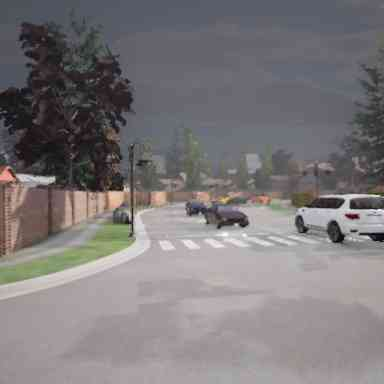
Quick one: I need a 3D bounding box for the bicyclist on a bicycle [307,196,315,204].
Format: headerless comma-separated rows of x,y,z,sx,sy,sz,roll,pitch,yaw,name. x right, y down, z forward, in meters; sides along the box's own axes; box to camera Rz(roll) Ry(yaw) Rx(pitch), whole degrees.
11.177,1.182,30.557,1.656,1.620,0.582,-1,0,-10,bicyclist on a bicycle

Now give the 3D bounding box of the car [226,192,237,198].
10.807,0.767,91.866,1.816,1.474,4.193,-3,0,-10,car

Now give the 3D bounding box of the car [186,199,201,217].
0.519,1.616,32.150,1.895,1.301,4.718,-1,0,-6,car

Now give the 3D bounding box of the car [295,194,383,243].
6.856,1.130,15.686,2.150,2.045,5.566,0,0,-6,car

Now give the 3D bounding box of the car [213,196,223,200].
4.943,1.515,58.140,1.882,1.535,5.008,-1,0,29,car

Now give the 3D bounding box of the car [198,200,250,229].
2.125,1.524,21.958,2.033,1.411,5.357,-1,0,-10,car

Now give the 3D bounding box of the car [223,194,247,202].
7.566,1.497,55.589,2.033,1.411,5.357,-1,0,30,car

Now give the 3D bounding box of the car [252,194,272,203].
13.456,1.241,63.996,2.097,1.767,4.553,-1,-1,44,car

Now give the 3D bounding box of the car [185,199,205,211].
0.423,1.601,43.189,1.994,1.385,4.181,-1,0,8,car
